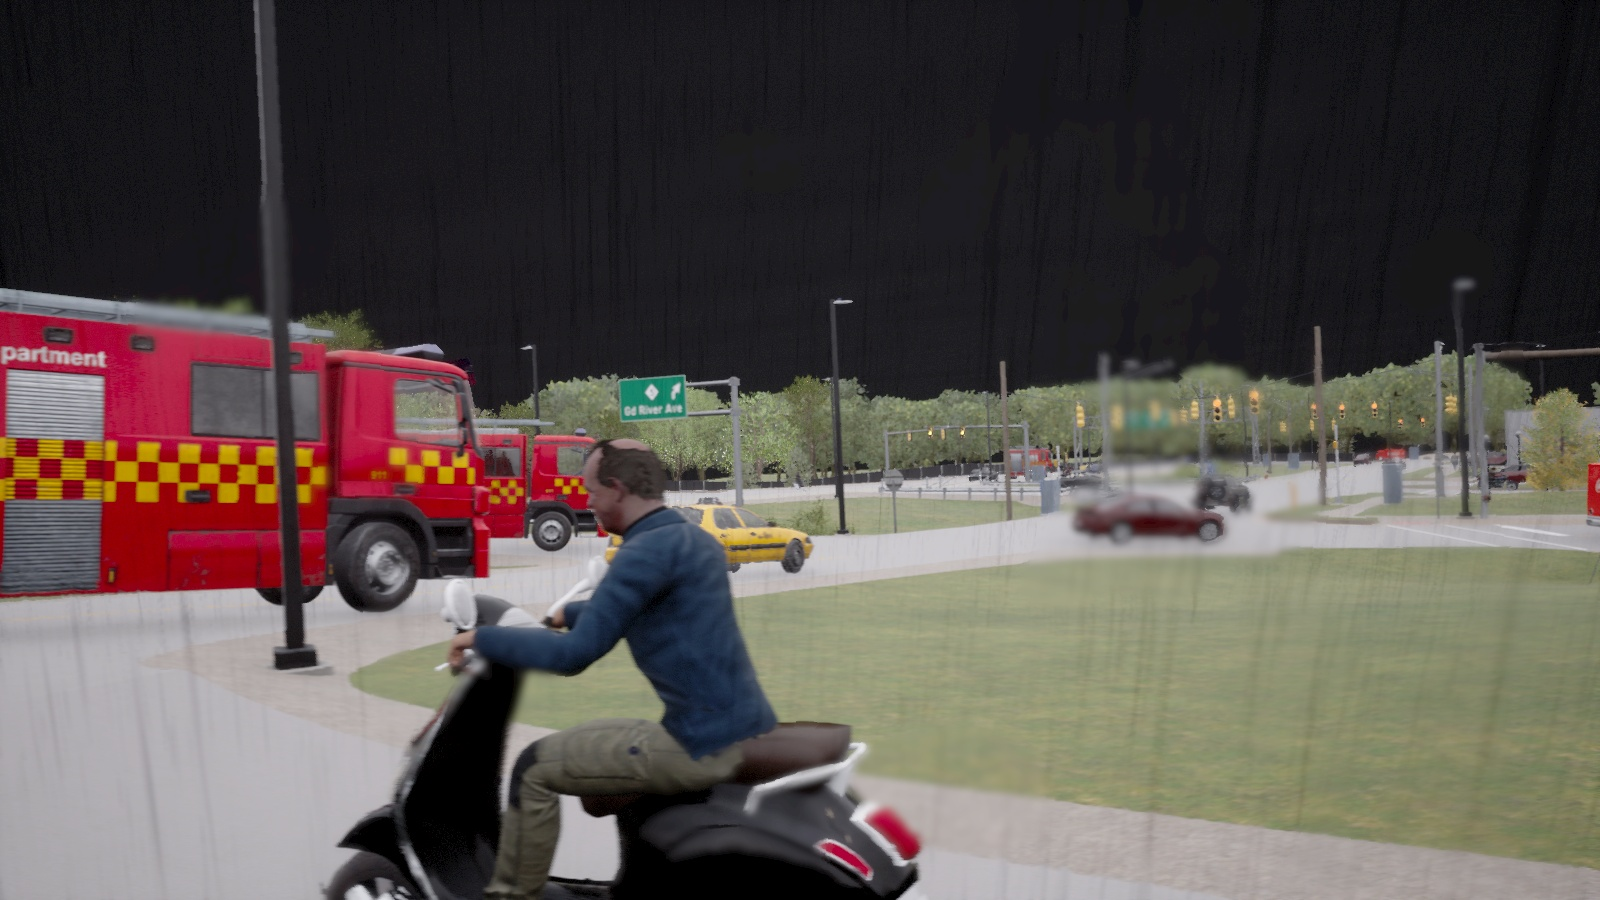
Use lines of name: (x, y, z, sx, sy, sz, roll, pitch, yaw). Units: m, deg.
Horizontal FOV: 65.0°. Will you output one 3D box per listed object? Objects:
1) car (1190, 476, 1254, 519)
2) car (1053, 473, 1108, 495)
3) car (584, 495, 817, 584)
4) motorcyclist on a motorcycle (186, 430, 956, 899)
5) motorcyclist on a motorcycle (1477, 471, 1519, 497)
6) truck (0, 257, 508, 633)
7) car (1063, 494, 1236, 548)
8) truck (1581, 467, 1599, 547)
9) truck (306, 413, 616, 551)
car: (19.675, 2.188, 58.437, 1.932, 1.855, 4.605, -2, -1, 30)
car: (21.361, 2.591, 95.539, 3.705, 1.549, 1.789, -2, 0, 28)
car: (-1.815, 1.708, 25.008, 1.801, 1.575, 5.366, -2, -3, 31)
motorcyclist on a motorcycle: (-0.572, 0.759, 3.361, 1.817, 1.590, 0.866, 1, 0, 18)
motorcyclist on a motorcycle: (45.527, 2.232, 81.938, 2.350, 1.649, 0.766, 0, 0, 33)
truck: (-7.967, 0.077, 15.132, 2.891, 3.827, 8.468, -3, -5, 42)
car: (11.216, 2.277, 40.391, 5.008, 1.535, 1.882, 1, 1, -11)
truck: (27.718, 1.796, 39.045, 5.204, 2.467, 2.627, 0, 1, 5)
truck: (-9.795, 0.922, 37.021, 8.468, 3.827, 2.891, 1, 0, -11)
